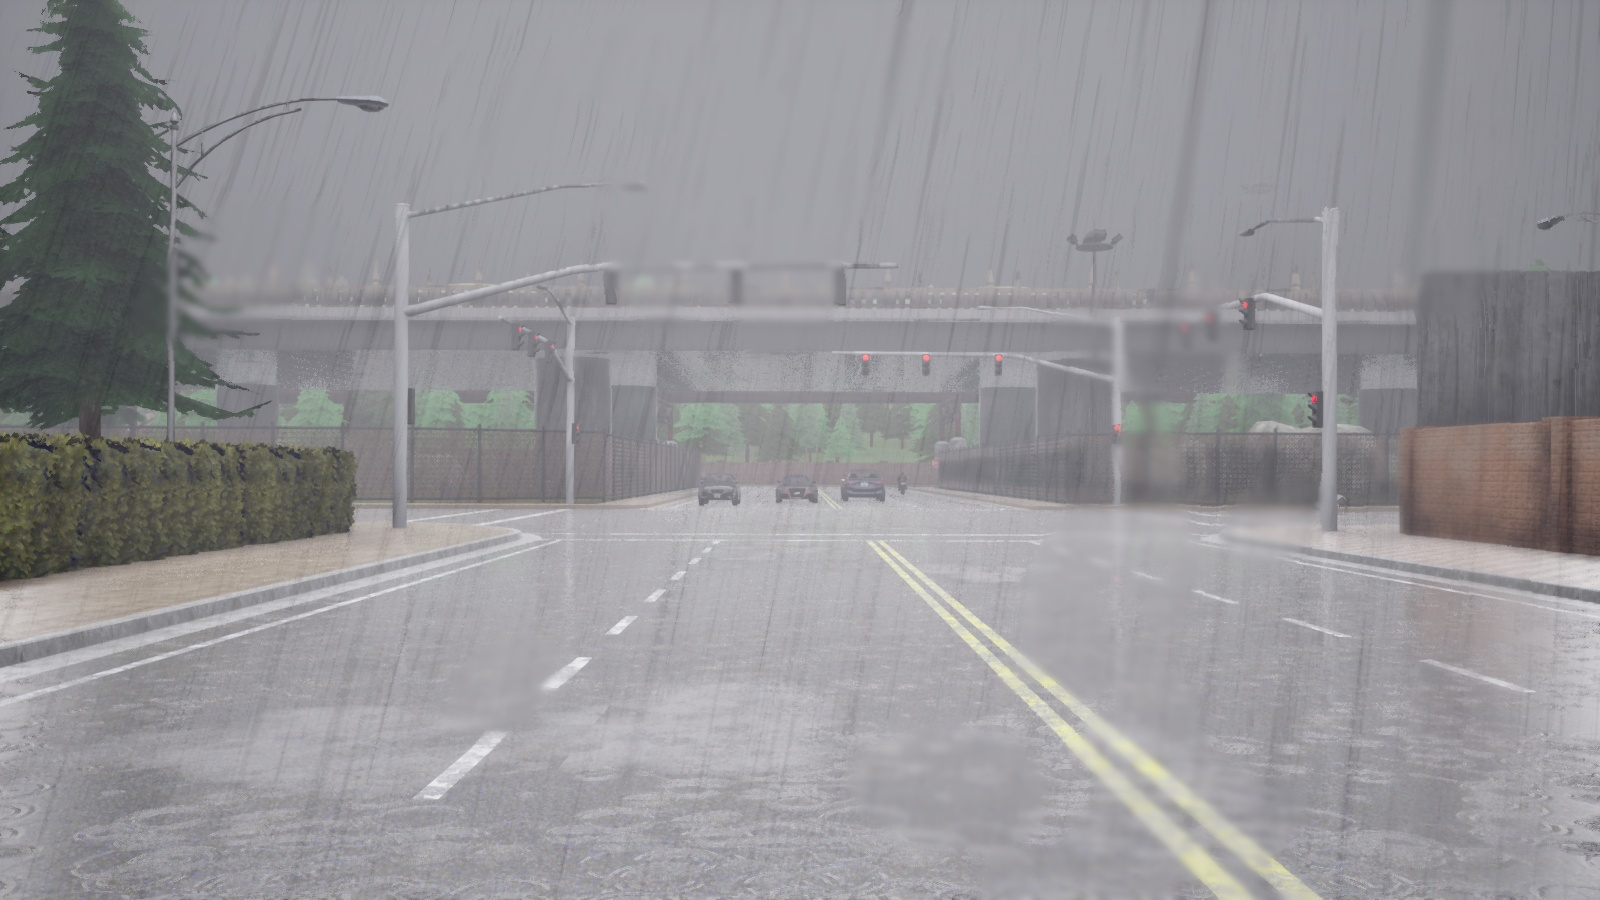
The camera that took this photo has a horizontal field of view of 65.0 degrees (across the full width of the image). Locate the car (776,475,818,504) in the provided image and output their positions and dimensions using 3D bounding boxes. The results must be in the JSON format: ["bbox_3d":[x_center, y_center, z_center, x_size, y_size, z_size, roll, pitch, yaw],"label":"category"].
[{"bbox_3d":[-0.162,1.916,61.894,1.994,1.385,4.181,0,-1,-1],"label":"car"}]

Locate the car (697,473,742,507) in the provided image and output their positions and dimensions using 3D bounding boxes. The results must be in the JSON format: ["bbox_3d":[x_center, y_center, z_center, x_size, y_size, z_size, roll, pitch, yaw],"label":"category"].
[{"bbox_3d":[-3.645,1.806,57.497,1.816,1.474,4.193,0,-1,0],"label":"car"}]

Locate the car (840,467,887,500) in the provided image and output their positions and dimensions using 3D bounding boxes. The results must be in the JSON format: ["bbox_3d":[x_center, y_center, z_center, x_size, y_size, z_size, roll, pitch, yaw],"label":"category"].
[{"bbox_3d":[3.332,1.765,66.755,2.242,1.667,4.611,0,-1,0],"label":"car"}]

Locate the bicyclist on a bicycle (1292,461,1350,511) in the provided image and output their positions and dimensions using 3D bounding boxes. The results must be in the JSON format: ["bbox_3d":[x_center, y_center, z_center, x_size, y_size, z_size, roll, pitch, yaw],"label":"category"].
[{"bbox_3d":[18.949,1.318,45.688,1.843,1.776,0.659,1,-1,0],"label":"bicyclist on a bicycle"}]
